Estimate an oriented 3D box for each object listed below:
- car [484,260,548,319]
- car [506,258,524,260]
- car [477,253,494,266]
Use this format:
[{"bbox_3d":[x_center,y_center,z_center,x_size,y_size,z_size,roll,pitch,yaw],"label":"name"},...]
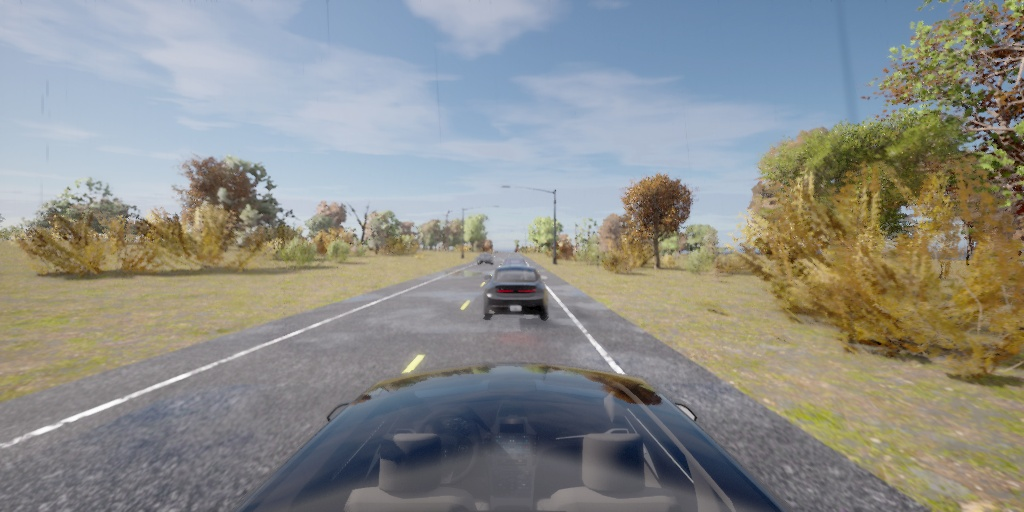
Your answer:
[{"bbox_3d":[0.130,1.057,11.781,1.837,1.490,4.892,0,2,1],"label":"car"},{"bbox_3d":[0.211,0.833,25.339,2.033,1.411,5.357,0,1,1],"label":"car"},{"bbox_3d":[-3.325,0.409,44.985,1.837,1.490,4.892,0,1,0],"label":"car"}]
